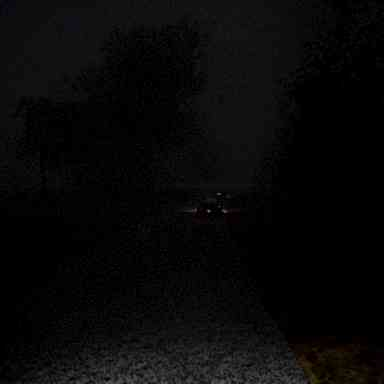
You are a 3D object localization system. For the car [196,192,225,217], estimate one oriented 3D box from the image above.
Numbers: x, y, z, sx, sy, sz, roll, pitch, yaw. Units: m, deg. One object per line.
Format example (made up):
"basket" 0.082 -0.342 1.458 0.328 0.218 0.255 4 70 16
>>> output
"car" 1.365 1.034 25.000 1.812 1.442 4.674 0 2 5

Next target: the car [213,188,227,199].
"car" 3.514 0.144 42.684 2.033 1.411 5.357 1 4 8
